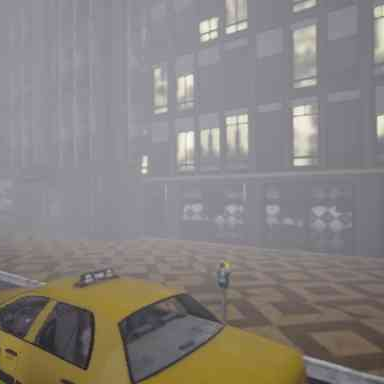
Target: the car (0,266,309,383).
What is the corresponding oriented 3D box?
[{"bbox_3d":[-1.231,1.519,3.699,4.829,1.417,1.752,0,0,35],"label":"car"}]
